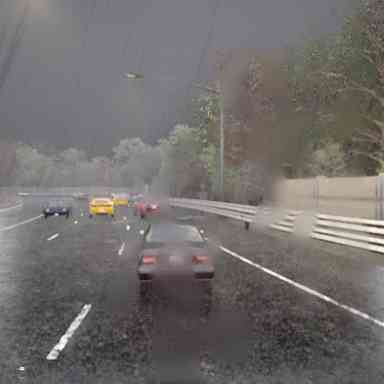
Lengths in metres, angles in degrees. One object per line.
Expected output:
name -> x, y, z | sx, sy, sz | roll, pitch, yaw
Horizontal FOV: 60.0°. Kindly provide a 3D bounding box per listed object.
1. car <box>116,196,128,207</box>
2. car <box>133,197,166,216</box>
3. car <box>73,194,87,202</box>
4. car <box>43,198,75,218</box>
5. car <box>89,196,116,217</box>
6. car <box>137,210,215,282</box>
car -> -10.077, 1.241, 45.246 | 1.882, 1.535, 5.008 | 0, 0, -23
car -> -3.592, 1.207, 27.623 | 2.097, 1.767, 4.553 | 0, 0, -19
car -> -22.171, 1.161, 65.629 | 1.837, 1.490, 4.892 | 0, 0, -36
car -> -11.228, 1.453, 28.108 | 1.895, 1.301, 4.718 | 0, 0, -16
car -> -8.034, 1.323, 29.501 | 1.882, 1.535, 5.008 | 0, 0, -16
car -> -0.552, 1.497, 9.614 | 2.033, 1.411, 5.357 | 0, 0, -5
